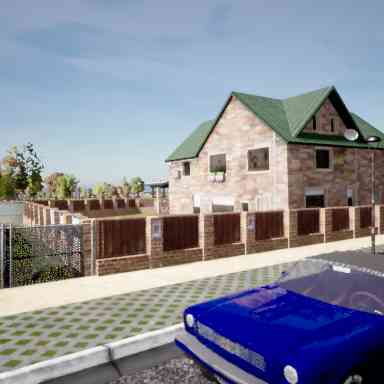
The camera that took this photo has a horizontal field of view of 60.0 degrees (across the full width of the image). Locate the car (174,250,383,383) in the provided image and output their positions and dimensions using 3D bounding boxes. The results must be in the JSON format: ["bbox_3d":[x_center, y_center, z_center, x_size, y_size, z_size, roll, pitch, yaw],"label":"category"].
[{"bbox_3d":[2.137,1.598,4.587,4.718,1.301,1.895,0,0,-36],"label":"car"}]
